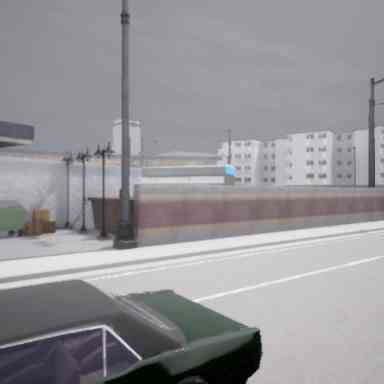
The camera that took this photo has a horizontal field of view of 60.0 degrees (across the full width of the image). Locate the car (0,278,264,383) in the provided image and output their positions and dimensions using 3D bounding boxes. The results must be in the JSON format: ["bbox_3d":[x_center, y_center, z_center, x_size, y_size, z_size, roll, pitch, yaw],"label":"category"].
[{"bbox_3d":[-1.673,1.601,2.794,4.718,1.301,1.895,0,0,-35],"label":"car"}]
